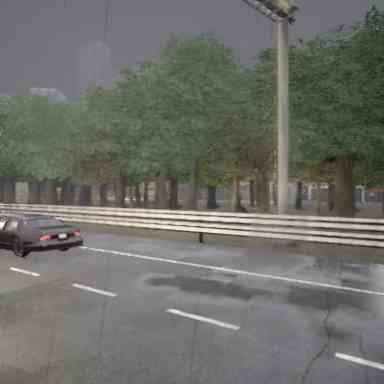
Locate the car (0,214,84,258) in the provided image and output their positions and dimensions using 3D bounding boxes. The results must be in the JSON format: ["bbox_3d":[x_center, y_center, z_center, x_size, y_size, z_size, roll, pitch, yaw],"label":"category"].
[{"bbox_3d":[-6.445,1.551,12.772,5.357,1.411,2.033,0,0,36],"label":"car"}]
